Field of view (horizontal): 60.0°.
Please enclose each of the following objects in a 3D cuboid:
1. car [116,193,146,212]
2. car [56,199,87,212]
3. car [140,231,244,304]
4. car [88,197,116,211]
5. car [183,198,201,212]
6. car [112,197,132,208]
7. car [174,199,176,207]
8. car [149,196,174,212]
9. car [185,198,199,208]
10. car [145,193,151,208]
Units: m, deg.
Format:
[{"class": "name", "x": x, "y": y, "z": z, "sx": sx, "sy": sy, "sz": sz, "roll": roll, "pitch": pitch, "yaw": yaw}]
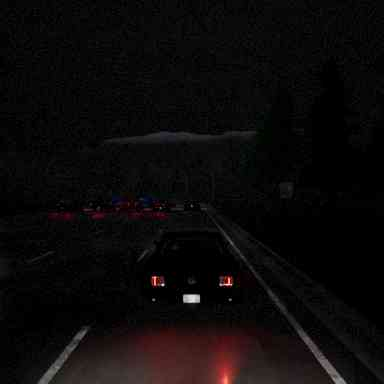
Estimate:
[{"class": "car", "x": -6.999, "y": 1.352, "z": 38.844, "sx": 2.097, "sy": 1.767, "sz": 4.553, "roll": 0, "pitch": 0, "yaw": 0}, {"class": "car", "x": -14.004, "y": 1.526, "z": 38.189, "sx": 1.812, "sy": 1.442, "sz": 4.674, "roll": 0, "pitch": 0, "yaw": 0}, {"class": "car", "x": -0.001, "y": 1.601, "z": 8.112, "sx": 1.895, "sy": 1.301, "sz": 4.718, "roll": 0, "pitch": 0, "yaw": 0}, {"class": "car", "x": -10.488, "y": 1.505, "z": 39.914, "sx": 1.837, "sy": 1.490, "sz": 4.892, "roll": 0, "pitch": 0, "yaw": 0}, {"class": "car", "x": 0.006, "y": 1.564, "z": 39.619, "sx": 1.994, "sy": 1.385, "sz": 4.181, "roll": 0, "pitch": 0, "yaw": 0}, {"class": "car", "x": -10.495, "y": 1.478, "z": 49.938, "sx": 1.882, "sy": 1.535, "sz": 5.008, "roll": 0, "pitch": 0, "yaw": 0}, {"class": "car", "x": -3.489, "y": 1.564, "z": 49.546, "sx": 1.994, "sy": 1.385, "sz": 4.181, "roll": 0, "pitch": 0, "yaw": 0}, {"class": "car", "x": -3.496, "y": 1.505, "z": 39.158, "sx": 1.837, "sy": 1.490, "sz": 4.892, "roll": 0, "pitch": 0, "yaw": 0}, {"class": "car", "x": 0.006, "y": 1.564, "z": 49.539, "sx": 1.994, "sy": 1.385, "sz": 4.181, "roll": 0, "pitch": 0, "yaw": 0}, {"class": "car", "x": -7.002, "y": 1.221, "z": 48.789, "sx": 2.150, "sy": 2.045, "sz": 5.566, "roll": 0, "pitch": 0, "yaw": 0}]
